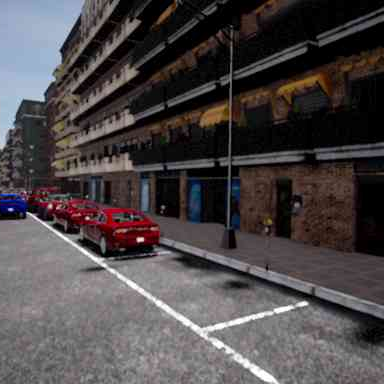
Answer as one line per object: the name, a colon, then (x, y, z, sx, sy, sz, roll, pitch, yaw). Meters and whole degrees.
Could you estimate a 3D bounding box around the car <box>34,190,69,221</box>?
car: (-8.699, 0.863, 21.443, 1.967, 1.590, 4.097, 0, 2, -32)

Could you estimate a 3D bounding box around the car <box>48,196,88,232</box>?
car: (-5.717, 1.107, 16.674, 1.887, 1.381, 4.507, 0, 2, -32)

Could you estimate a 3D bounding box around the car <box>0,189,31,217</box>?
car: (-12.288, 0.840, 22.255, 1.882, 1.535, 5.008, 0, 2, -32)

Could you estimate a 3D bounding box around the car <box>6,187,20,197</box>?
car: (-29.680, -0.016, 54.997, 1.752, 1.417, 4.829, 0, 2, -32)

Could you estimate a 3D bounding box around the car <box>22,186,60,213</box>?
car: (-11.682, 0.599, 26.212, 2.192, 1.841, 5.009, 0, 2, -32)

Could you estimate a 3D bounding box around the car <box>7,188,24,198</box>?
car: (-26.605, 0.163, 50.081, 1.947, 1.339, 4.313, 0, 2, -32)

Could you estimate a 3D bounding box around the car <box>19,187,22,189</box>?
car: (-14.667, 0.585, 30.988, 1.967, 1.590, 4.097, 0, 2, -32)

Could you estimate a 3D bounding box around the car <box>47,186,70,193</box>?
car: (-33.784, -0.607, 84.057, 5.009, 1.841, 2.192, 1, 0, -32)

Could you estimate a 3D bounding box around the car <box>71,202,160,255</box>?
car: (-2.732, 1.246, 11.901, 1.887, 1.381, 4.507, 0, 2, -32)
